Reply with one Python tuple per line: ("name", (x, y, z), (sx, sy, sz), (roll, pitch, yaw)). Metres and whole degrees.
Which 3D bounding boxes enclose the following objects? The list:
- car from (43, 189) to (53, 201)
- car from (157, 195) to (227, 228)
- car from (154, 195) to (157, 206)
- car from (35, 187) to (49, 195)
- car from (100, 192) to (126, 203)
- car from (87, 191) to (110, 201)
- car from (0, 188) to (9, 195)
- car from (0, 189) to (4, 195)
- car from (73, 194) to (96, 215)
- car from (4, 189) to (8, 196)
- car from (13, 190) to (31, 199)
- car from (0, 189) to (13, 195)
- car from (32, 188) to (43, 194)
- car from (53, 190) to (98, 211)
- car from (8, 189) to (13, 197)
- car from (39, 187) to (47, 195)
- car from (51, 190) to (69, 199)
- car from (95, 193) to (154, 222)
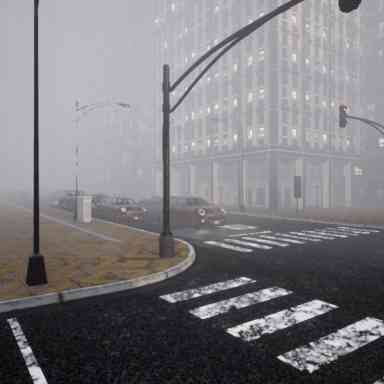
("car", (-19.041, 0.622, 46.994), (2.033, 1.411, 5.357), (0, 1, -35))
("car", (0.068, 1.061, 20.161), (2.097, 1.767, 4.553), (0, 1, -36))
("car", (-4.303, 0.981, 36.233), (1.802, 1.307, 4.206), (1, 0, -36))
("car", (-36.740, -0.357, 81.585), (2.192, 1.841, 5.009), (1, 0, -36))
("car", (-10.889, 0.707, 45.442), (1.752, 1.417, 4.829), (1, 0, -36))
("car", (-14.036, 0.643, 49.839), (1.947, 1.339, 4.313), (1, 0, -36))
("car", (-43.513, -0.113, 76.642), (1.887, 1.381, 4.507), (1, 0, -36))
("car", (-37.027, 0.107, 67.575), (2.008, 1.369, 4.403), (1, 0, -36))
("car", (-7.839, 1.103, 26.773), (1.802, 1.307, 4.206), (1, 0, -36))
("car", (-33.783, 0.208, 63.041), (1.887, 1.381, 4.507), (1, 0, -36))
("car", (-27.297, 0.422, 53.974), (1.887, 1.381, 4.507), (1, 0, -36))
("car", (-40.271, 0.015, 72.108), (1.947, 1.339, 4.313), (1, 0, -36))
("car", (-39.990, -0.213, 86.121), (1.947, 1.339, 4.313), (1, 0, -36))
("car", (-11.075, 0.729, 31.306), (2.192, 1.841, 5.009), (1, 0, -36))
("car", (-30.540, 0.321, 58.508), (2.008, 1.369, 4.403), (1, 0, -36))
("car", (-33.501, -0.021, 77.050), (1.887, 1.381, 4.507), (1, 0, -36))
("car", (-23.089, 0.378, 58.018), (1.812, 1.442, 4.674), (0, 1, -36))
("car", (-4.592, 1.068, 22.239), (1.967, 1.590, 4.097), (1, 0, -36))
